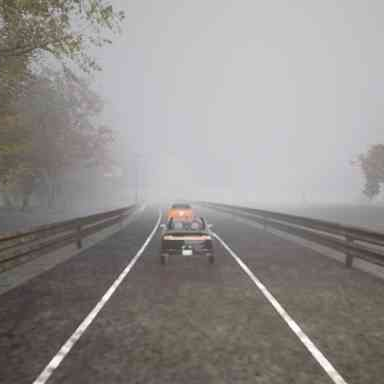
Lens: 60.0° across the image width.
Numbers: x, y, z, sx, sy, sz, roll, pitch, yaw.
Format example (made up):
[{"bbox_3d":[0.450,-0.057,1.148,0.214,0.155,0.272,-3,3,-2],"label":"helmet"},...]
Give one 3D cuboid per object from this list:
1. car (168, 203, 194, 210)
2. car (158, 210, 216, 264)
[{"bbox_3d":[-0.928,1.664,27.366,2.097,1.767,4.553,0,-1,-3],"label":"car"},{"bbox_3d":[-0.195,1.633,12.414,2.128,1.511,4.902,0,-1,-1],"label":"car"}]
